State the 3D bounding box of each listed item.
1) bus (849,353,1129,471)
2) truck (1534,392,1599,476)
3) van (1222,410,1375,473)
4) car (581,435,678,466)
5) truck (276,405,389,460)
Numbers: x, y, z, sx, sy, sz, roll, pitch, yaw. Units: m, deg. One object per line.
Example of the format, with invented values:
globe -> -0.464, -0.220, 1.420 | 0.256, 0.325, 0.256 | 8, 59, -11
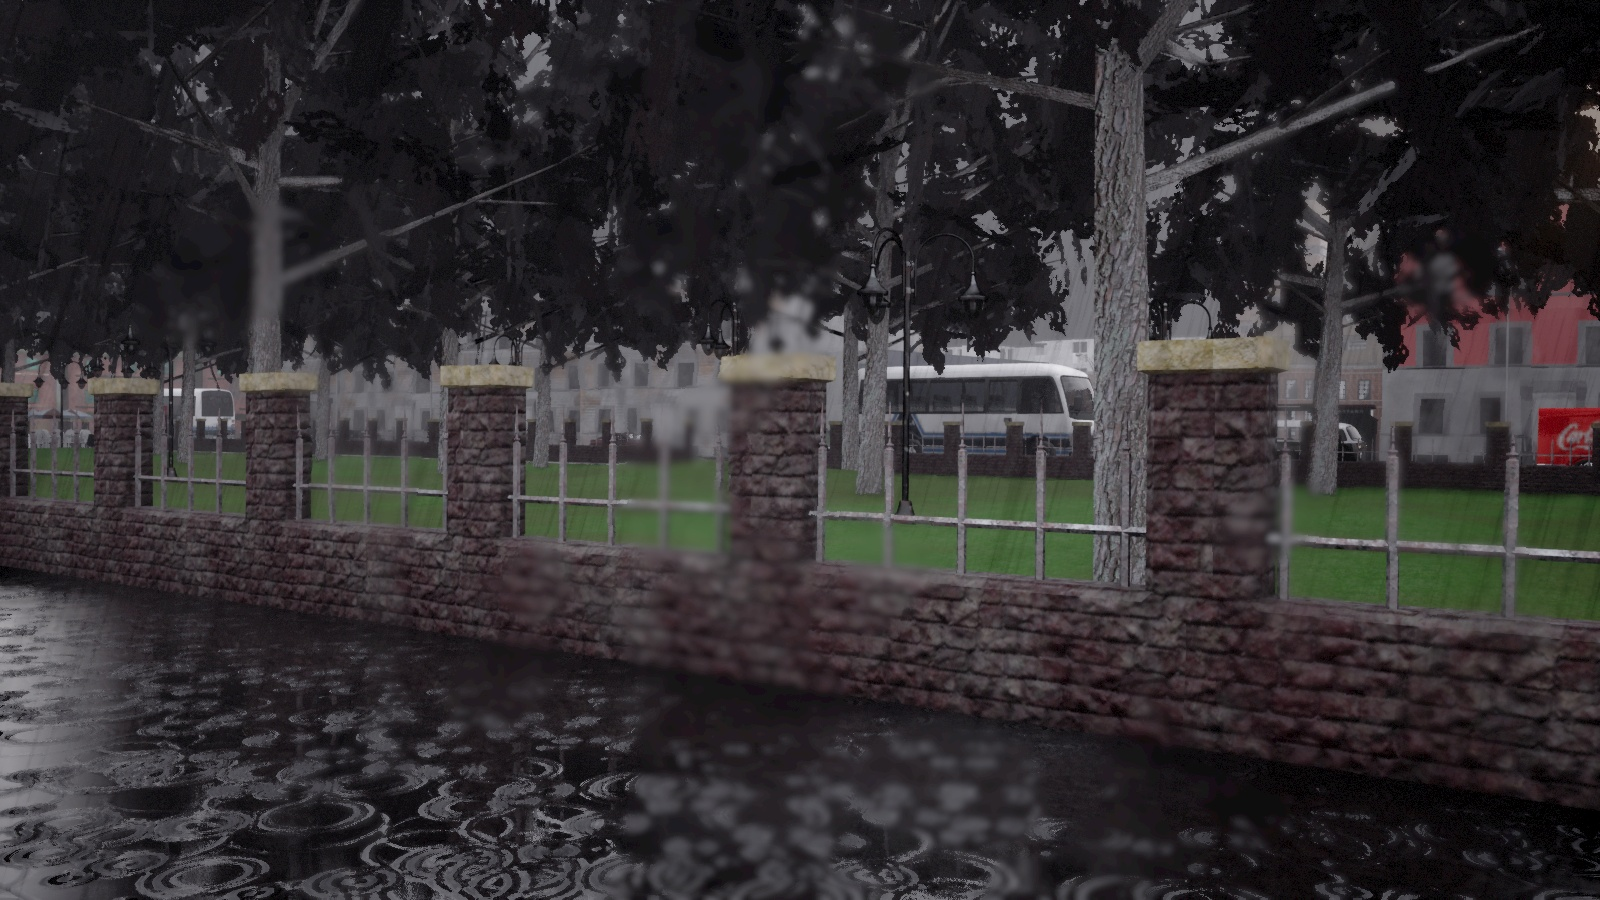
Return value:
bus -> 7.328, -1.390, 49.699 | 10.273, 4.253, 3.944 | 0, 1, 35
truck -> 24.907, -0.489, 37.226 | 5.204, 2.467, 2.627 | 0, 1, 36
van -> 16.983, -0.284, 42.855 | 4.480, 2.038, 2.069 | 0, 1, 35
car -> -8.265, 0.002, 60.824 | 4.674, 1.442, 1.812 | 0, 1, 36
truck -> -30.343, -1.090, 81.379 | 7.936, 3.462, 2.891 | 0, 1, 35
